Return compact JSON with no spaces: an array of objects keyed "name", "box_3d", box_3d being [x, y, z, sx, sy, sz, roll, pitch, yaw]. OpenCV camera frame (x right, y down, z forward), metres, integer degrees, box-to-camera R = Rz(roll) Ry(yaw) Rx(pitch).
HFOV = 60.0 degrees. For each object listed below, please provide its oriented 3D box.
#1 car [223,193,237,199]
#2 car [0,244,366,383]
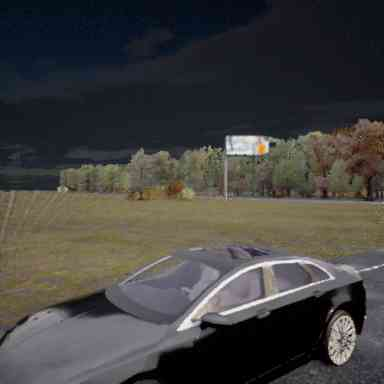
[{"name":"car","box_3d":[10.353,1.074,90.020,1.812,1.442,4.674,0,0,-31]},{"name":"car","box_3d":[0.270,1.491,4.184,4.902,1.511,2.128,0,0,-36]}]
